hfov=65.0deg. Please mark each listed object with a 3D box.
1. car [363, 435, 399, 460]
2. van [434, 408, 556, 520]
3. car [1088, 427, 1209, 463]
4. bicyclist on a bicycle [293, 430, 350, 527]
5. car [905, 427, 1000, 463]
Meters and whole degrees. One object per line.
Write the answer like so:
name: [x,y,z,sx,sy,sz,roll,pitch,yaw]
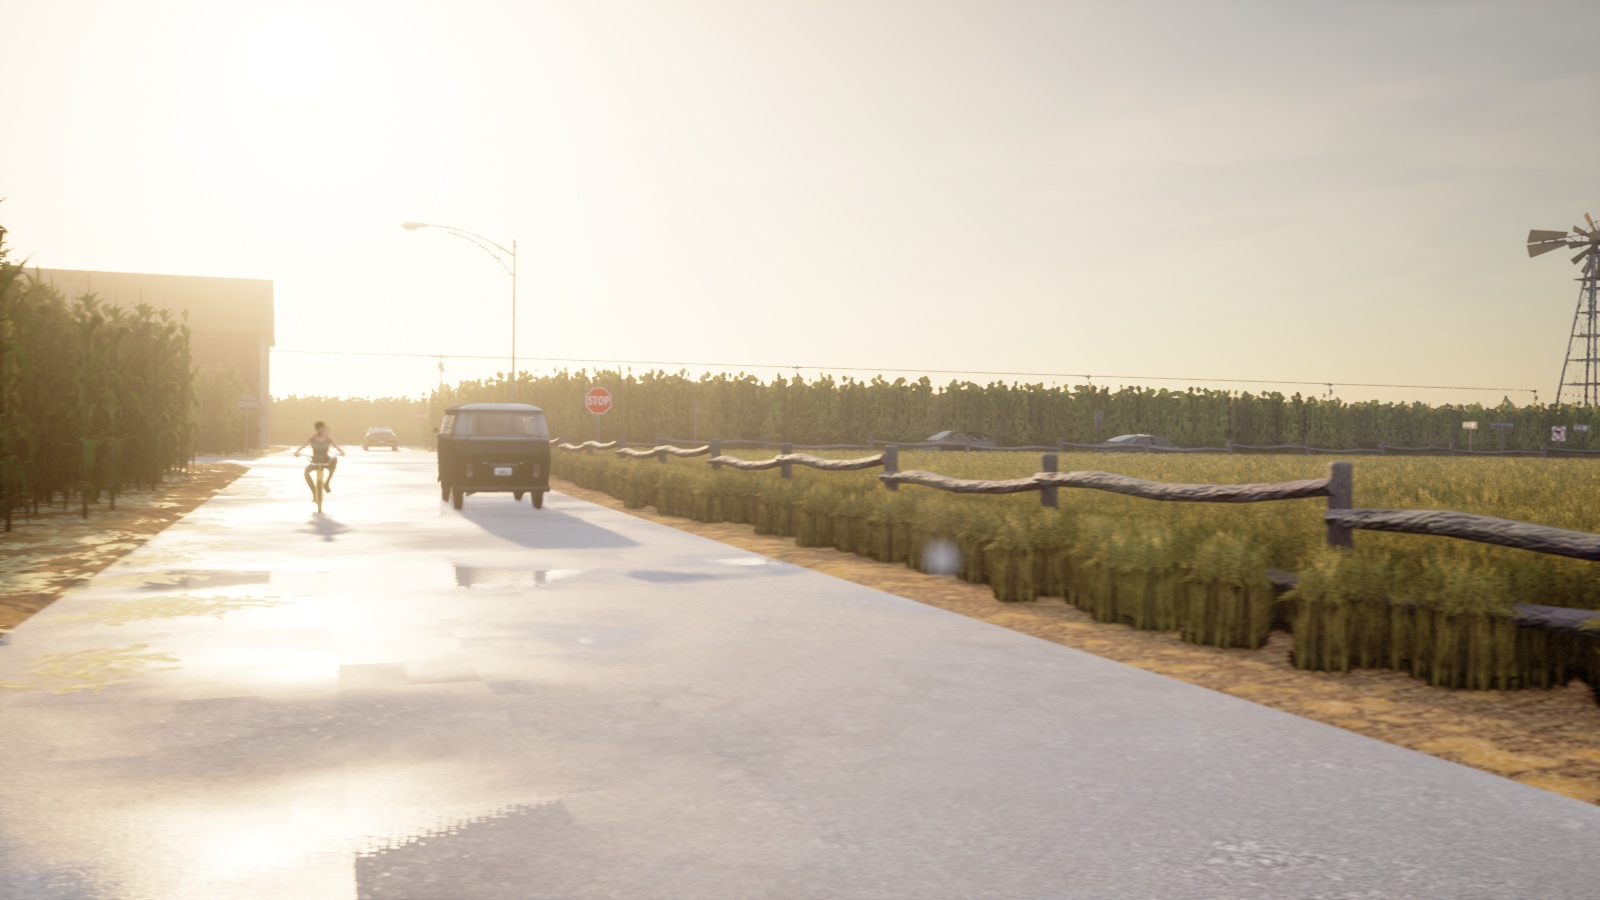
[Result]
car: [-25.134,-0.140,75.220,1.812,1.442,4.674,-1,1,-21]
van: [-6.060,0.202,24.632,1.775,1.987,4.442,-1,1,-21]
car: [15.110,-0.223,54.391,4.892,1.490,1.837,0,1,-20]
bicyclist on a bicycle: [-8.292,0.458,21.790,0.866,1.612,1.509,-1,1,-20]
car: [6.611,-0.224,54.535,3.705,1.549,1.789,0,1,-20]
